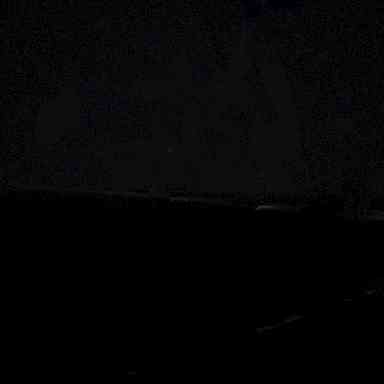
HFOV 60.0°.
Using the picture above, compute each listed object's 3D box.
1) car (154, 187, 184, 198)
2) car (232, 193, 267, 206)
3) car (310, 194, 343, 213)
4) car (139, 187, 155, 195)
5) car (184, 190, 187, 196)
[{"bbox_3d":[-3.627,0.266,52.309,1.994,1.385,4.181,-3,3,-35],"label":"car"},{"bbox_3d":[6.487,0.832,37.936,1.994,1.385,4.181,-3,4,-35],"label":"car"},{"bbox_3d":[12.743,0.981,29.076,2.097,1.767,4.553,-3,4,-35],"label":"car"},{"bbox_3d":[-8.572,-0.305,64.173,2.128,1.511,4.902,-3,3,-35],"label":"car"},{"bbox_3d":[-2.763,0.003,56.041,1.837,1.490,4.892,-3,3,-34],"label":"car"}]
